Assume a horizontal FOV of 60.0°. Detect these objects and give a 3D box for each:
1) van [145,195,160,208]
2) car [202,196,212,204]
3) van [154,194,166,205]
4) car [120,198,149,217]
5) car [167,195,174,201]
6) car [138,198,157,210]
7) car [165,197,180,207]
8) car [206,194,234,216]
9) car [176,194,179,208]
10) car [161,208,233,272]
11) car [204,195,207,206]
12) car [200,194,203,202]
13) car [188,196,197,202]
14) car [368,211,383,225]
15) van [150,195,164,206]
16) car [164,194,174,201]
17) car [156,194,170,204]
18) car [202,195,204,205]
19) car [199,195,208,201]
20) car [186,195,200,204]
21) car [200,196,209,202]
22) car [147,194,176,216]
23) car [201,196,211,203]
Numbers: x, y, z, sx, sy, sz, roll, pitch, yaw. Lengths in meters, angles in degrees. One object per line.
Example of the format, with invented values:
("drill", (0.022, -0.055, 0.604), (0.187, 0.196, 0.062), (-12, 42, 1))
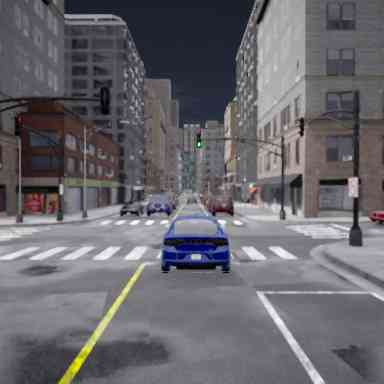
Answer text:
("van", (-5.667, 1.335, 48.622), (1.690, 1.788, 3.998), (-1, 0, 0))
("car", (2.874, 1.512, 65.547), (1.752, 1.417, 4.829), (-1, 0, 0))
("van", (-5.664, 1.330, 59.794), (1.690, 1.788, 3.998), (-1, 0, 0))
("car", (-5.669, 1.562, 31.864), (1.947, 1.339, 4.313), (-1, 0, 0))
("car", (-5.653, 1.553, 87.723), (1.802, 1.307, 4.206), (-1, 0, 0))
("car", (-5.666, 1.520, 42.866), (1.752, 1.417, 4.829), (-1, 0, 0))
("car", (-3.022, 1.540, 53.032), (2.033, 1.411, 5.357), (0, 0, 0))
("car", (2.854, 1.312, 31.862), (2.192, 1.841, 5.009), (-1, 0, 0))
("car", (-3.077, 1.347, 42.671), (2.097, 1.767, 4.553), (0, 0, 0))
("car", (0.104, 1.478, 10.746), (1.882, 1.535, 5.008), (0, 0, 0))
("car", (2.857, 1.311, 37.448), (2.192, 1.841, 5.009), (-1, 0, 0))
("car", (2.866, 1.307, 54.205), (2.192, 1.841, 5.009), (-1, 0, 0))
("car", (0.019, 1.452, 71.748), (1.895, 1.301, 4.718), (0, 0, 0))
("car", (13.365, 1.433, 20.101), (4.718, 1.301, 1.895), (-1, 1, -1))
("van", (-5.665, 1.333, 54.208), (1.690, 1.788, 3.998), (-1, 0, 0))
("car", (-5.656, 1.415, 82.137), (1.967, 1.590, 4.097), (-1, 0, 0))
("car", (-5.662, 1.301, 65.380), (2.192, 1.841, 5.009), (-1, 0, 0))
("car", (2.865, 1.519, 48.789), (1.752, 1.417, 4.829), (-1, 0, 0))
("car", (2.883, 1.526, 82.135), (2.008, 1.369, 4.403), (-1, 0, 0))
("car", (0.016, 1.481, 61.297), (2.128, 1.511, 4.902), (0, 0, 0))
("car", (2.880, 1.545, 76.549), (1.947, 1.339, 4.313), (-1, 0, 0))
("car", (-3.087, 1.218, 32.717), (2.150, 2.045, 5.566), (0, 0, 0))
("car", (2.877, 1.549, 70.963), (1.947, 1.339, 4.313), (-1, 0, 0))
